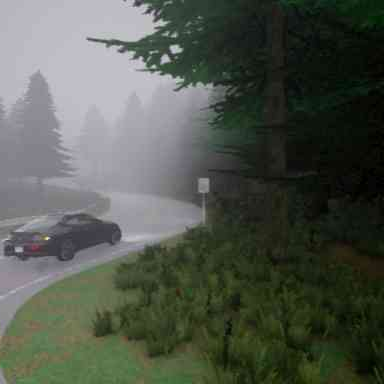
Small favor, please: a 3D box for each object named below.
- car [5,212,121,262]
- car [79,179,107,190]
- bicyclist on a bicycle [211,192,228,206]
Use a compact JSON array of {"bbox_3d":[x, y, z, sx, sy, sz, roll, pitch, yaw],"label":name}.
[{"bbox_3d":[-4.322,1.429,11.820,1.812,1.442,4.674,-1,1,18],"label":"car"},{"bbox_3d":[-13.546,-1.025,45.280,4.892,1.490,1.837,6,5,41],"label":"car"},{"bbox_3d":[1.694,0.756,19.878,1.656,1.620,0.582,-11,2,11],"label":"bicyclist on a bicycle"}]
